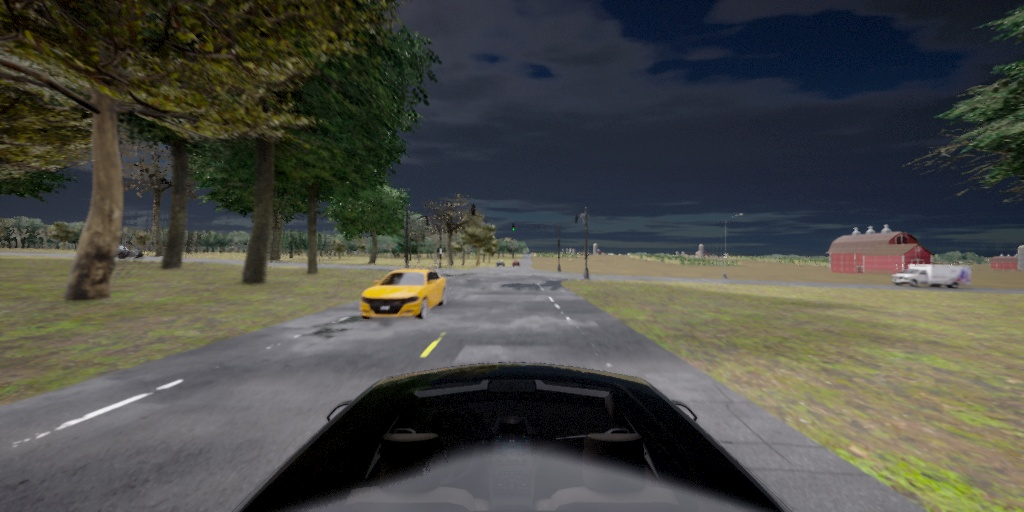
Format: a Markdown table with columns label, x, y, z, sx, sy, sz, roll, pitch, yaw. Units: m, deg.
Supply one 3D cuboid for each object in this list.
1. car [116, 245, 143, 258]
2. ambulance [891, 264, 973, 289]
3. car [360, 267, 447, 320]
| label | x | y | z | sx | sy | sz | roll | pitch | yaw |
| --- | --- | --- | --- | --- | --- | --- | --- | --- | --- |
| car | -44.455 | -0.537 | 40.463 | 4.674 | 1.442 | 1.812 | 2 | 0 | 4 |
| ambulance | 44.789 | 2.149 | 38.474 | 6.366 | 2.431 | 2.351 | 2 | 0 | 4 |
| car | -3.570 | 1.187 | 12.613 | 1.882 | 1.535 | 5.008 | 0 | 0 | 0 |
